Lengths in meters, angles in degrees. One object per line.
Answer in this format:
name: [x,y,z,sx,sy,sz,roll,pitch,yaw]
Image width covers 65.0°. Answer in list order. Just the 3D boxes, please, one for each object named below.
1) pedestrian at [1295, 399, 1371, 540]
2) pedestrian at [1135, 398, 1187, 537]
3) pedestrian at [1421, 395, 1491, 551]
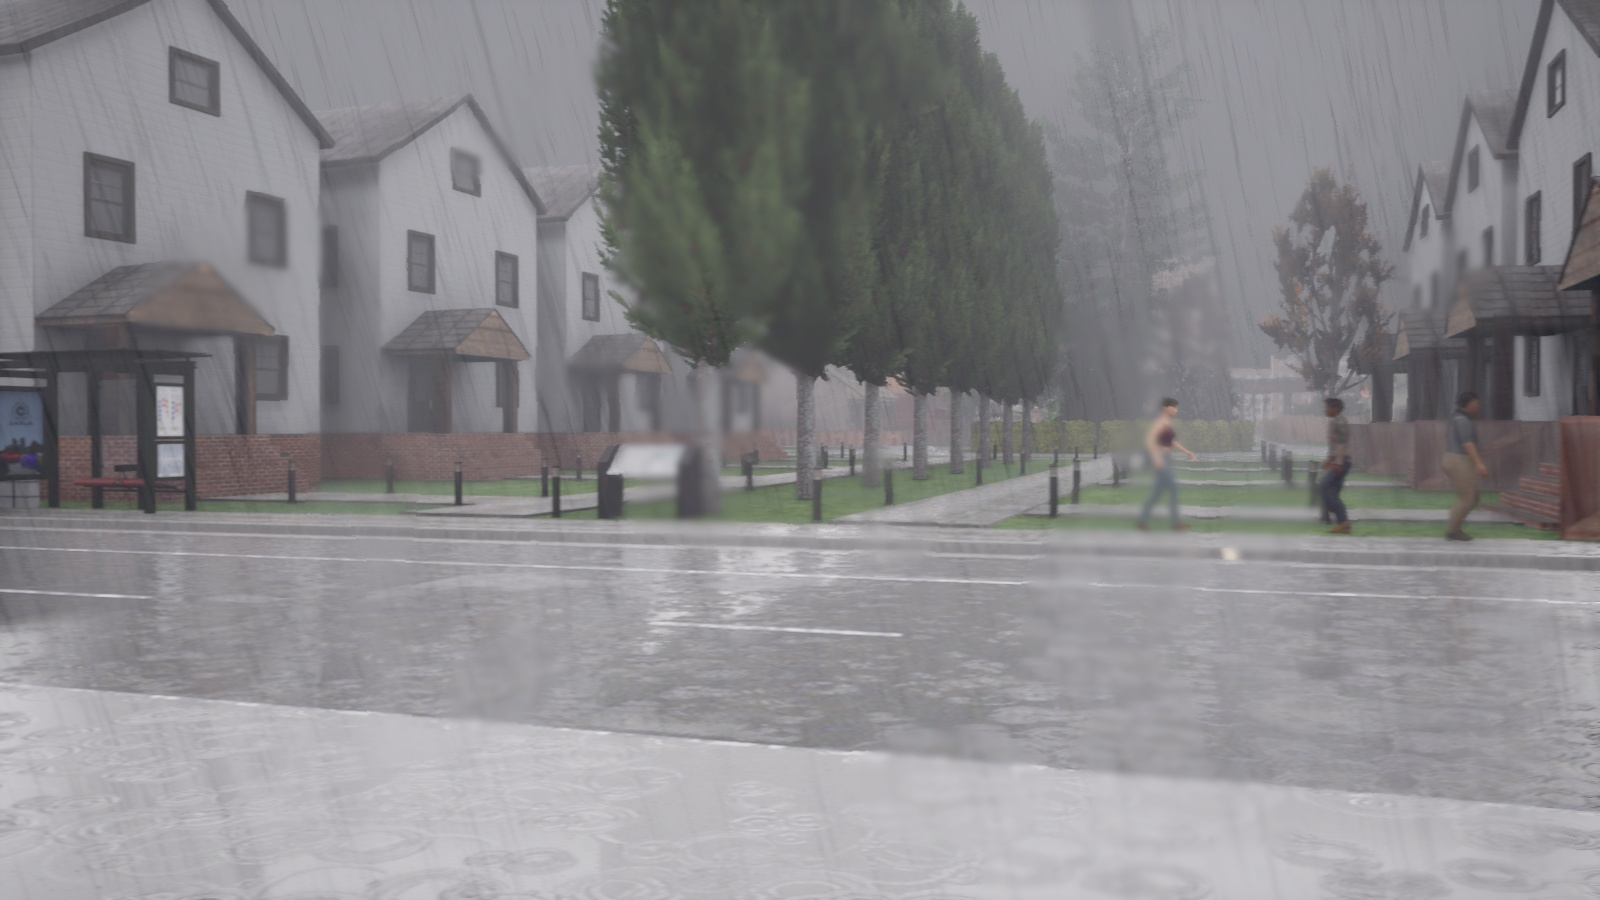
pedestrian: [6.999,0.246,16.497,0.869,1.805,0.328,1,1,28]
pedestrian: [4.869,0.229,16.945,0.594,1.836,0.345,1,1,31]
pedestrian: [7.989,0.266,15.308,0.694,1.848,0.540,1,1,22]
